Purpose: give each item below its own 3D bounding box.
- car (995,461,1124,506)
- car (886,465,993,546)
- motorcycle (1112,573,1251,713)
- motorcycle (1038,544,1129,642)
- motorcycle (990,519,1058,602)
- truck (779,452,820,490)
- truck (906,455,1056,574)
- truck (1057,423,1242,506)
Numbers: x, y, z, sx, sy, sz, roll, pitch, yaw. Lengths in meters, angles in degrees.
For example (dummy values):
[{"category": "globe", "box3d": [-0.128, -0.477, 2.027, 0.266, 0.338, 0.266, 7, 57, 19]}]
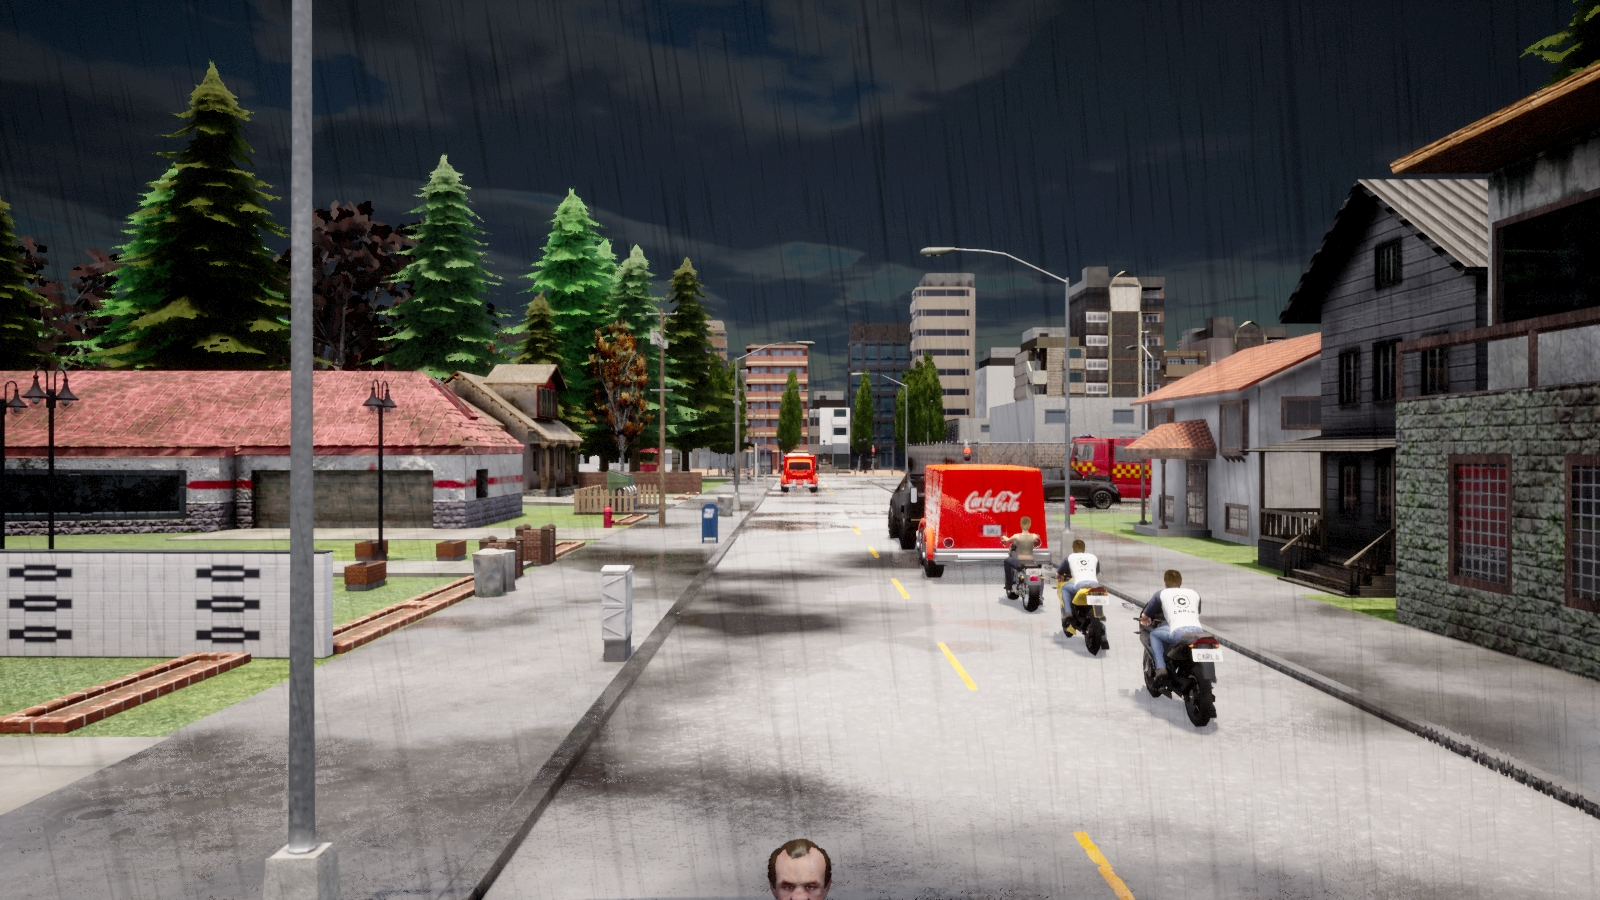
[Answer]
[{"category": "car", "box3d": [12.233, 1.559, 54.031, 5.566, 2.045, 2.150, 0, 0, -3]}, {"category": "car", "box3d": [3.989, 1.534, 33.871, 2.390, 2.098, 6.274, 0, 0, 0]}, {"category": "motorcycle", "box3d": [3.999, 1.993, 12.153, 0.803, 1.145, 2.033, 0, 0, 0]}, {"category": "motorcycle", "box3d": [3.995, 1.993, 16.270, 0.803, 1.145, 2.033, 0, 0, 0]}, {"category": "motorcycle", "box3d": [3.997, 1.950, 20.606, 0.764, 1.277, 2.356, 0, 0, 0]}, {"category": "truck", "box3d": [-0.044, 1.348, 76.503, 2.627, 2.467, 5.204, 0, 0, 0]}, {"category": "truck", "box3d": [3.998, 1.348, 26.317, 2.627, 2.467, 5.204, 0, 0, 0]}, {"category": "truck", "box3d": [17.598, 0.681, 57.610, 8.468, 3.827, 2.891, 2, 0, 26]}]
